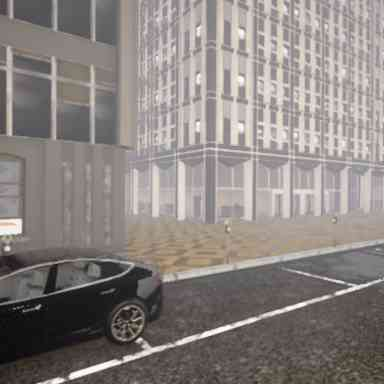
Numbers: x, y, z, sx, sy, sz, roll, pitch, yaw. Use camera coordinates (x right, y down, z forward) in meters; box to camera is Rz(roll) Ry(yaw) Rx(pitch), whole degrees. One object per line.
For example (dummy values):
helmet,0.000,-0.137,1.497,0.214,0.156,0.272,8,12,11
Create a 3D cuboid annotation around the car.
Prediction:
car,-2.435,1.563,4.814,4.313,1.339,1.947,0,1,-35
